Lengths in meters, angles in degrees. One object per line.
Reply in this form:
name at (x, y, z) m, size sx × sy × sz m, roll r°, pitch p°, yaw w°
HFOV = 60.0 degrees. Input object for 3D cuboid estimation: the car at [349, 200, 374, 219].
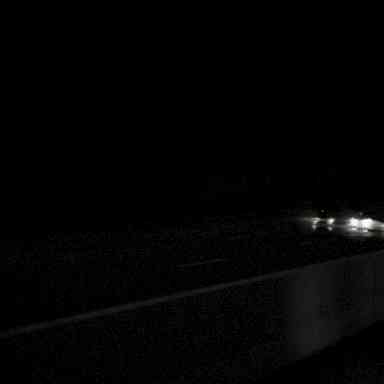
car at (17.586, 1.907, 34.337) m, size 2.128 × 1.511 × 4.902 m, roll 0°, pitch -1°, yaw 31°

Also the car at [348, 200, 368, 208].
car at (32.827, 2.385, 66.010) m, size 2.033 × 1.411 × 5.357 m, roll 0°, pitch -1°, yaw 8°

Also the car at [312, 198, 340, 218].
car at (14.639, 1.645, 36.162) m, size 2.150 × 2.045 × 5.566 m, roll 0°, pitch -1°, yaw 30°
